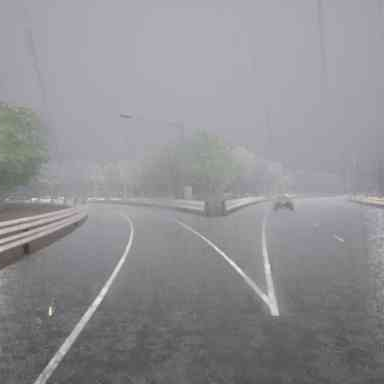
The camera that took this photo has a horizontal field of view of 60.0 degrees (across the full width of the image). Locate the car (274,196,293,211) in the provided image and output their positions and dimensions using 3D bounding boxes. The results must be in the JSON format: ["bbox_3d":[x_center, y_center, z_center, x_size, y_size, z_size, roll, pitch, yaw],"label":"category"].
[{"bbox_3d":[11.161,1.297,40.699,2.097,1.767,4.553,0,0,15],"label":"car"}]
